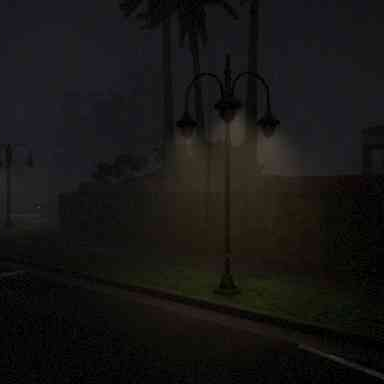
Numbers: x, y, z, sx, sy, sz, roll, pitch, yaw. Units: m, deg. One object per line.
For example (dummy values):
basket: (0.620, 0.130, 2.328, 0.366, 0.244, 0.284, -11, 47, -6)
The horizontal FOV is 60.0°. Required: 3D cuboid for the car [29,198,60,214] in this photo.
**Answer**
car: (-13.499, 1.334, 32.802, 1.837, 1.490, 4.892, 0, 1, 36)
